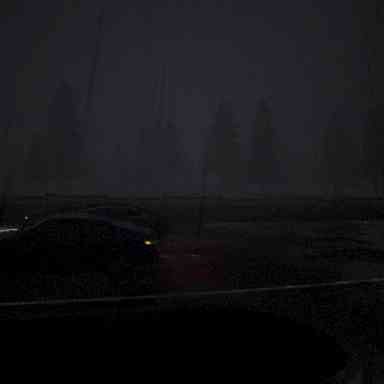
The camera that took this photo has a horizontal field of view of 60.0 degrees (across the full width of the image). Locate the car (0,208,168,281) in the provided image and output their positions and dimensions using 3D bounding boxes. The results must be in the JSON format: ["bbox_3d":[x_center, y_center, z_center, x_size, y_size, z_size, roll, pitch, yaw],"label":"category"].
[{"bbox_3d":[-3.108,1.252,7.974,4.674,1.442,1.812,1,2,-14],"label":"car"}]

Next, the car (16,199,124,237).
[{"bbox_3d":[-5.184,1.081,14.678,4.181,1.385,1.994,1,1,-14],"label":"car"}]

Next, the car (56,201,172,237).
[{"bbox_3d":[-3.130,1.126,11.582,4.902,1.511,2.128,1,2,-14],"label":"car"}]
